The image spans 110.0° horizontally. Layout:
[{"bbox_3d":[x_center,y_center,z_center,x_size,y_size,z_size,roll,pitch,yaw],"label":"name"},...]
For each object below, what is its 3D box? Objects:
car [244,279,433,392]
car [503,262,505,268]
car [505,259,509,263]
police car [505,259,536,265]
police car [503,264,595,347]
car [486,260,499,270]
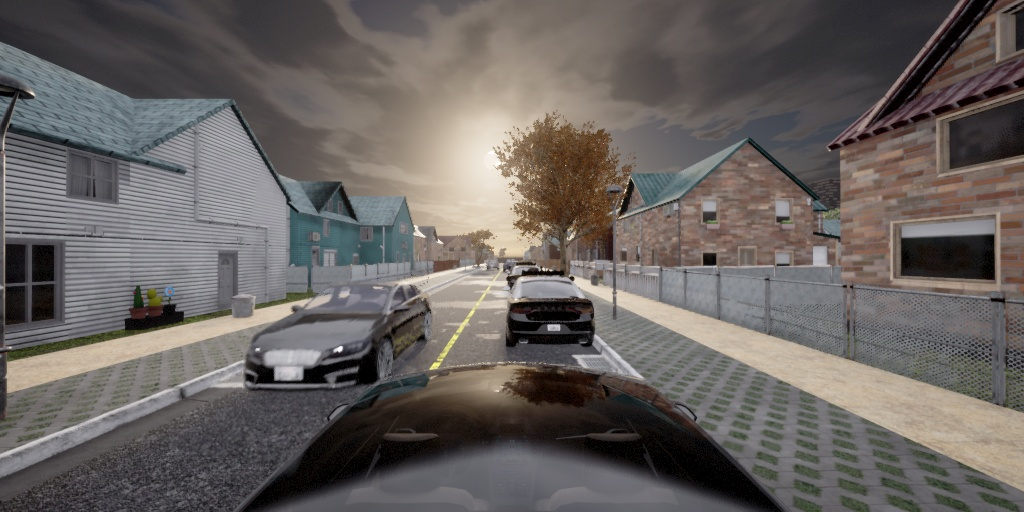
[{"bbox_3d":[-2.868,1.243,7.044,2.128,1.511,4.902,0,0,0],"label":"car"},{"bbox_3d":[-0.133,1.214,49.086,2.097,1.767,4.553,0,0,0],"label":"car"},{"bbox_3d":[0.737,1.113,25.349,2.097,1.767,4.553,0,0,0],"label":"car"},{"bbox_3d":[0.760,1.184,19.489,1.930,1.638,5.238,0,0,0],"label":"police car"},{"bbox_3d":[0.798,1.178,9.489,1.930,1.638,5.238,0,0,0],"label":"police car"},{"bbox_3d":[-2.949,1.388,55.202,2.128,1.511,4.902,0,0,0],"label":"car"}]
